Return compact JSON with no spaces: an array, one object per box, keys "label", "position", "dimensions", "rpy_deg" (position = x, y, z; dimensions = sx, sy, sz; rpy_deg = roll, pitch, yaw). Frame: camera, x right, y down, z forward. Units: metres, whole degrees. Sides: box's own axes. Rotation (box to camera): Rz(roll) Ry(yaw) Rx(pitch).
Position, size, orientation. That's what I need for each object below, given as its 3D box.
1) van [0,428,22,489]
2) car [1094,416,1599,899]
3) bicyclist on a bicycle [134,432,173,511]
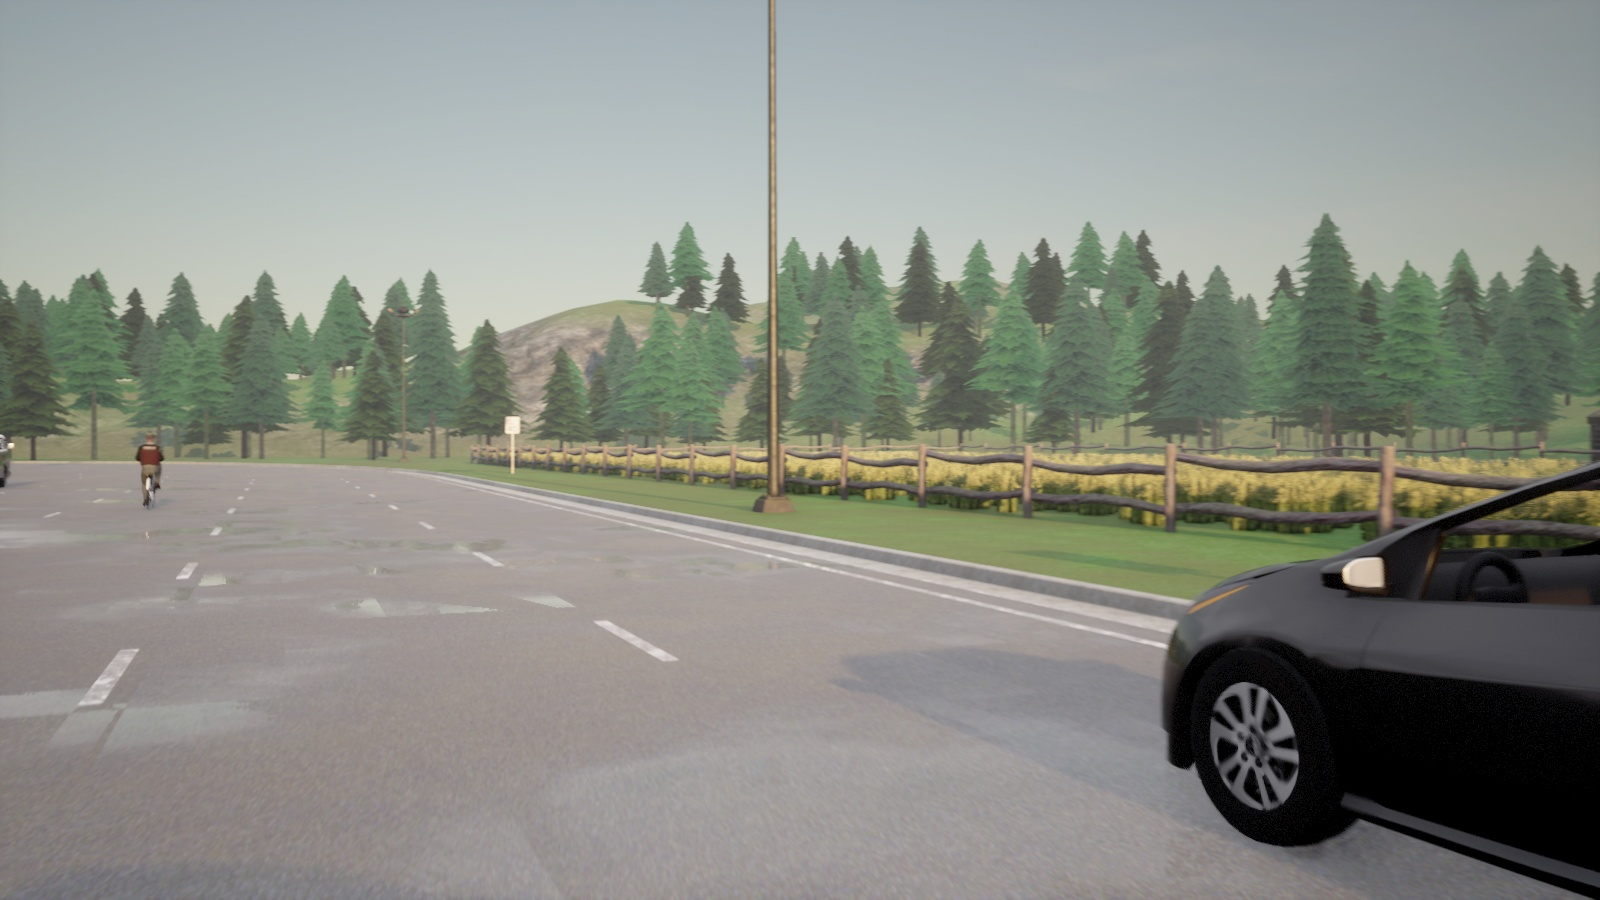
[{"label":"van","position":[-28.258,0.287,42.986],"dimensions":[2.069,2.038,4.480],"rpy_deg":[0,0,-22]},{"label":"car","position":[3.043,0.669,3.666],"dimensions":[2.007,1.525,4.514],"rpy_deg":[0,0,-22]},{"label":"bicyclist on a bicycle","position":[-15.036,0.486,29.235],"dimensions":[0.659,1.776,1.843],"rpy_deg":[0,0,-22]}]
